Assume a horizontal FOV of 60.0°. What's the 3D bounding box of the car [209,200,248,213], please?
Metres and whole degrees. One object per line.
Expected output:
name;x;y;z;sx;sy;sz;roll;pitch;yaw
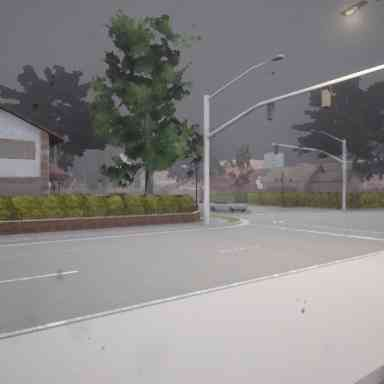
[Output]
car;3.869;1.510;36.329;1.895;1.301;4.718;0;0;-36
